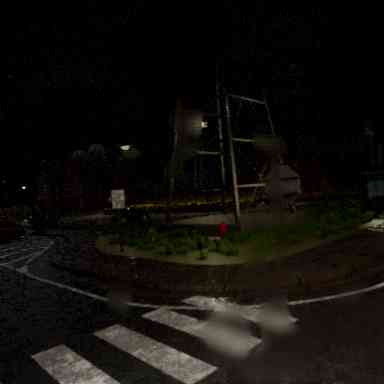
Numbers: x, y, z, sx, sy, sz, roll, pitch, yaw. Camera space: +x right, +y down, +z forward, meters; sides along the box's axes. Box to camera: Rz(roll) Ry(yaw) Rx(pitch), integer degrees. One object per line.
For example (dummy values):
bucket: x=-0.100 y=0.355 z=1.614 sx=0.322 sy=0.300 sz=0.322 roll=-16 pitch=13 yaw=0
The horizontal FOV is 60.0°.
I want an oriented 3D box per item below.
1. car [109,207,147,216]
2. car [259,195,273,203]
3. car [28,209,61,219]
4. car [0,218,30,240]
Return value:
car: x=-6.399 y=2.388 z=34.361 sx=3.905 sy=1.438 sz=1.784 roll=-4 pitch=-1 yaw=-44
car: x=11.819 y=1.023 z=47.189 sx=1.837 sy=1.490 sz=4.892 roll=-4 pitch=-1 yaw=-44
car: x=-22.237 y=3.625 z=50.268 sx=4.605 sy=1.855 sz=1.932 roll=-4 pitch=-1 yaw=-44
car: x=-14.720 y=2.949 z=24.492 sx=4.193 sy=1.474 sz=1.816 roll=-4 pitch=-1 yaw=-44
